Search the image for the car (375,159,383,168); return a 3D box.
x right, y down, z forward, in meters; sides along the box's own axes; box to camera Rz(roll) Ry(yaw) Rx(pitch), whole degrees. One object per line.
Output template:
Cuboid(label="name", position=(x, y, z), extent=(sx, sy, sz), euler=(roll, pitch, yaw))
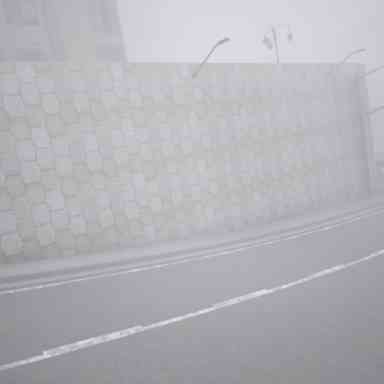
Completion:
Cuboid(label="car", position=(17.882, -3.007, 35.012), extent=(1.994, 1.385, 4.181), euler=(-15, 9, -34))
